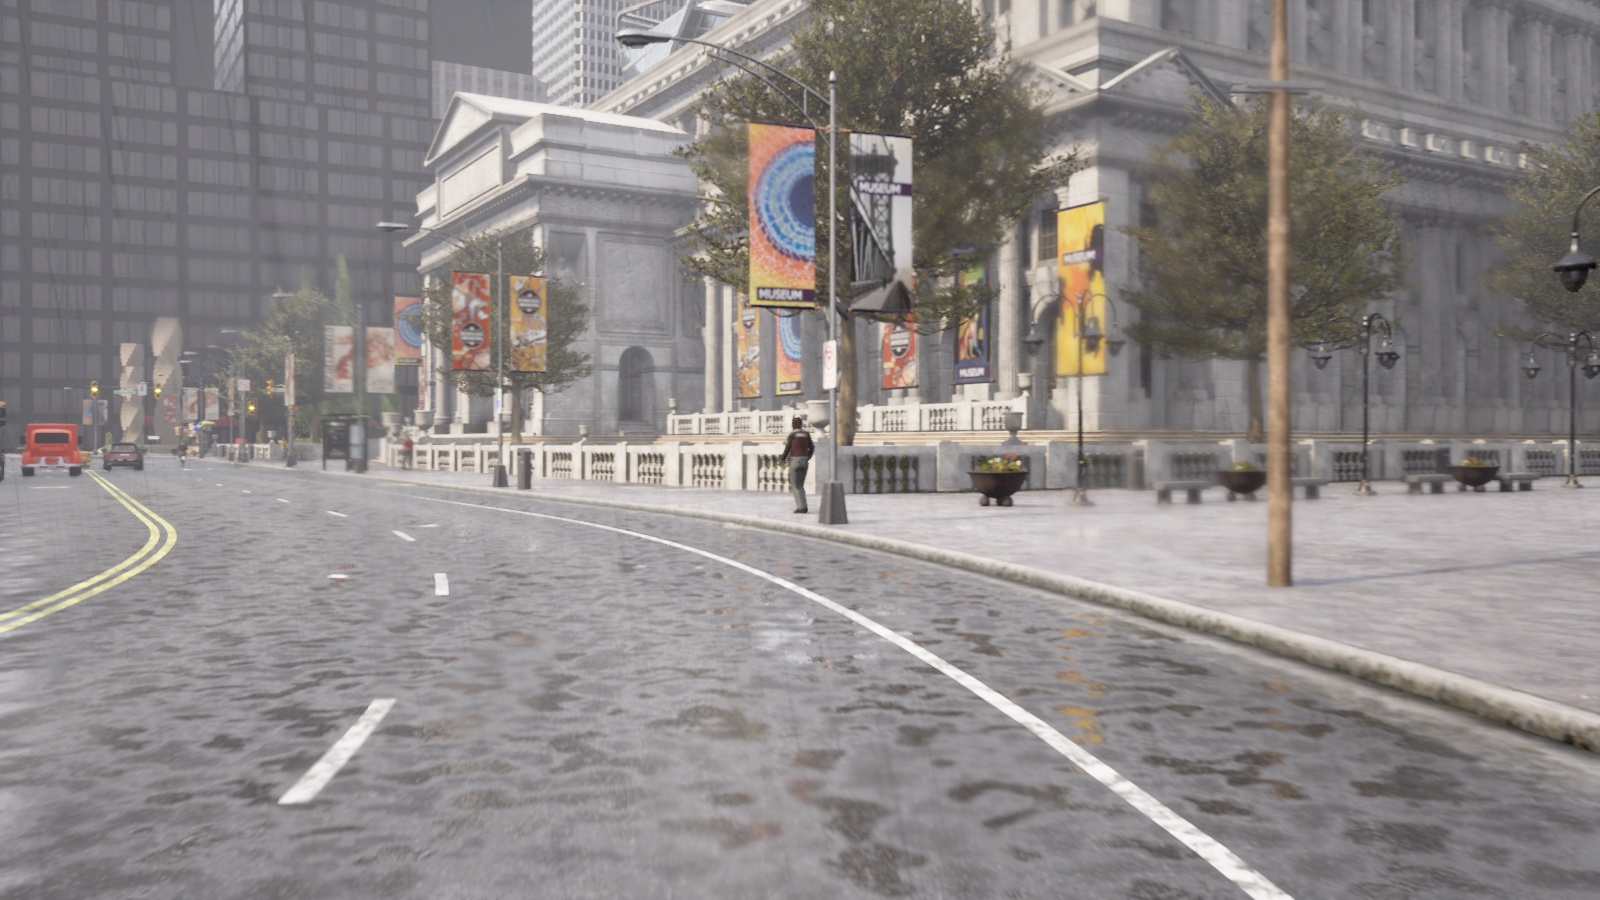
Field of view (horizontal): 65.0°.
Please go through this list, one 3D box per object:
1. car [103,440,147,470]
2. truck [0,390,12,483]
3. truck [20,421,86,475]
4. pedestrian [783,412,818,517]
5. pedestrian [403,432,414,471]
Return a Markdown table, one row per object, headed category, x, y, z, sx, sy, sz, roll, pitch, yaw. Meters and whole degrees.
| category | x | y | z | sx | sy | sz | roll | pitch | yaw |
| --- | --- | --- | --- | --- | --- | --- | --- | --- | --- |
| car | -38.926 | 0.268 | 72.376 | 2.033 | 1.649 | 4.856 | 0 | 0 | -31 |
| truck | -32.453 | -0.510 | 48.573 | 2.891 | 3.462 | 7.936 | 0 | 0 | -29 |
| truck | -36.022 | -0.073 | 60.596 | 2.627 | 2.467 | 5.204 | 0 | 0 | -31 |
| pedestrian | 0.008 | 0.271 | 23.517 | 0.402 | 1.930 | 0.666 | 0 | 0 | -28 |
| pedestrian | -18.861 | 0.062 | 60.525 | 0.331 | 1.846 | 0.636 | 0 | 0 | -38 |
